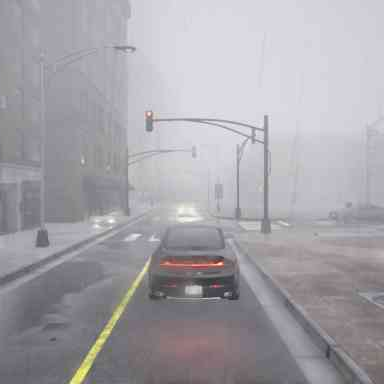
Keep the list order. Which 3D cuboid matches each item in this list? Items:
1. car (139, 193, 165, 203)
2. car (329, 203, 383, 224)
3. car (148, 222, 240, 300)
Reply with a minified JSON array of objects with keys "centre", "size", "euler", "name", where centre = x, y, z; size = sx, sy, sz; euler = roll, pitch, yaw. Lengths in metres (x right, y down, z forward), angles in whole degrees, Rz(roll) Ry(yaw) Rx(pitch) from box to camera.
[{"centre":[-8.402,1.294,70.028],"size":[5.566,2.045,2.150],"euler":[0,0,9],"name":"car"},{"centre":[12.061,1.515,23.748],"size":[4.181,1.385,1.994],"euler":[0,0,0],"name":"car"},{"centre":[0.058,1.505,8.358],"size":[1.837,1.490,4.892],"euler":[0,0,1],"name":"car"}]
